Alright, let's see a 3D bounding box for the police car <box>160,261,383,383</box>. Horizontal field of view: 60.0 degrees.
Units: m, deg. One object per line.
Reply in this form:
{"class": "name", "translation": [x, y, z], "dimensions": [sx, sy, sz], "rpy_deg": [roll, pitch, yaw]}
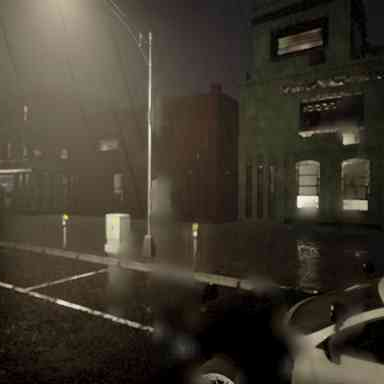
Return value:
{"class": "police car", "translation": [2.015, 1.427, 2.875], "dimensions": [5.238, 1.638, 1.930], "rpy_deg": [0, 0, 34]}
